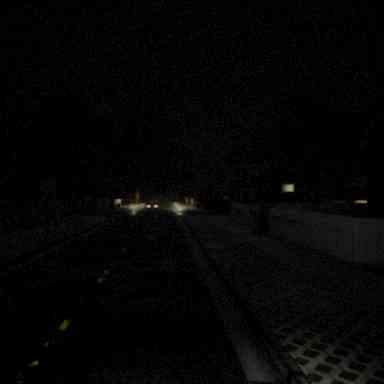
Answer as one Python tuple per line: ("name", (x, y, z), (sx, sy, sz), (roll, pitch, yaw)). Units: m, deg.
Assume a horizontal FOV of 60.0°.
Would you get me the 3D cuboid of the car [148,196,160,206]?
("car", (-8.733, 2.105, 74.019), (2.097, 1.767, 4.553), (0, -1, -4))
